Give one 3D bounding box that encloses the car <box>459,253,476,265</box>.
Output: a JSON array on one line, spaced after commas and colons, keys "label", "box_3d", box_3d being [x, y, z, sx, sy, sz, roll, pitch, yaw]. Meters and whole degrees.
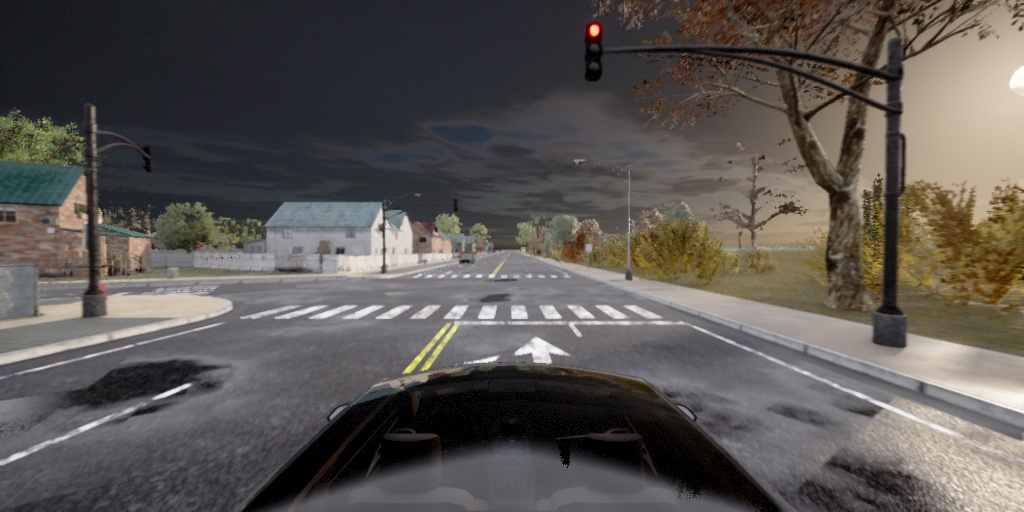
[{"label": "car", "box_3d": [-6.515, 0.380, 52.569, 2.097, 1.767, 4.553, 0, 0, 0]}]
